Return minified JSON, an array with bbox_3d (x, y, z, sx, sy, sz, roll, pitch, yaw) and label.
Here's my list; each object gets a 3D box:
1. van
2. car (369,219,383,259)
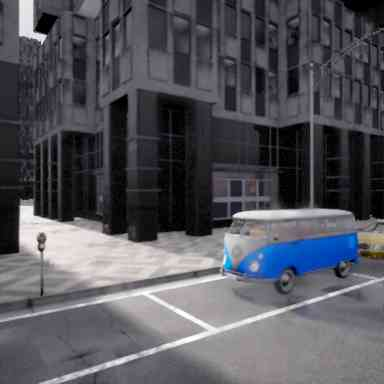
[{"bbox_3d":[2.584,1.344,8.497,3.998,1.788,1.690,0,0,-36],"label":"van"},{"bbox_3d":[7.006,1.531,11.652,4.829,1.417,1.752,0,0,-36],"label":"car"}]
